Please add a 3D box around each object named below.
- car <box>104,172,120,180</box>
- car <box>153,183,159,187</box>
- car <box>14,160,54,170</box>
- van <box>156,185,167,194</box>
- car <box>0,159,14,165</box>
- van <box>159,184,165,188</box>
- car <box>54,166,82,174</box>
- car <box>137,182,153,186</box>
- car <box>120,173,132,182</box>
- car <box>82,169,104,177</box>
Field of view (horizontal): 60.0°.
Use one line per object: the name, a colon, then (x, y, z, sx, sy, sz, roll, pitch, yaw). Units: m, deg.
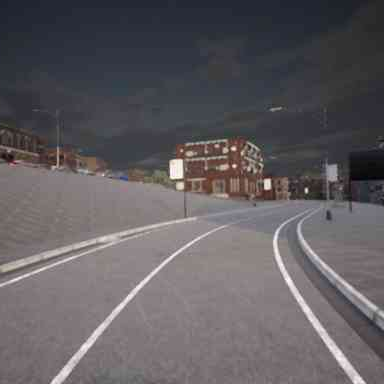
car: (-14.027, -2.376, 53.769, 2.185, 1.767, 4.553, -2, -3, 14)
car: (-9.580, -1.131, 75.476, 2.002, 1.452, 4.674, -1, -4, 9)
car: (-18.520, -2.788, 37.819, 2.163, 1.488, 4.792, -2, -2, 18)
van: (-7.972, -0.699, 86.564, 1.878, 1.987, 4.442, -1, -4, 8)
car: (-20.301, -3.124, 32.383, 2.185, 1.767, 4.553, -2, -2, 19)
van: (-8.698, -1.057, 81.085, 1.878, 1.987, 4.442, -1, -4, 9)
car: (-16.906, -2.600, 43.094, 2.002, 1.452, 4.674, -2, -2, 17)
car: (-10.526, -1.439, 70.024, 2.002, 1.452, 4.674, -2, -3, 11)
car: (-12.725, -2.268, 59.226, 2.435, 2.045, 5.566, -2, -3, 13)
car: (-15.434, -2.459, 48.310, 2.231, 1.521, 4.892, -2, -2, 16)
